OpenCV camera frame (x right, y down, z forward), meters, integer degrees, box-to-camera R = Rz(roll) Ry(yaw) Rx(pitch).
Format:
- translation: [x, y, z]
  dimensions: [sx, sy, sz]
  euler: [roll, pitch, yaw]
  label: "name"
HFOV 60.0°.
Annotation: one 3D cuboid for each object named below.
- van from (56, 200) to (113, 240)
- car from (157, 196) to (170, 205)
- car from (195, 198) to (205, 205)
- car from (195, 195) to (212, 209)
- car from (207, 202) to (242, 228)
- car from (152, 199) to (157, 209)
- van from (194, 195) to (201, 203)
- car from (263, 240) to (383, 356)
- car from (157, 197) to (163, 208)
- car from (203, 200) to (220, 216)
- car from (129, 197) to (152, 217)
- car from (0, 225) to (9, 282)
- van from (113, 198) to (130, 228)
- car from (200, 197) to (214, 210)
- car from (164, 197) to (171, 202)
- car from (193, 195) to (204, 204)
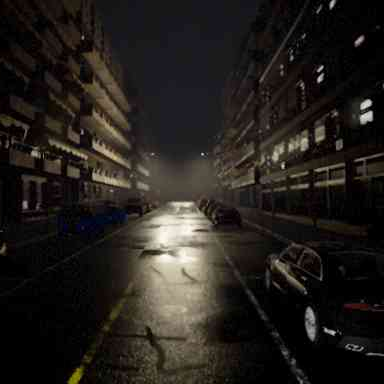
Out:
- translation: [-5.512, 1.412, 17.098]
  dimensions: [1.690, 1.788, 3.998]
  euler: [1, 0, -1]
  label: "van"
- translation: [-6.195, 1.645, 66.868]
  dimensions: [2.192, 1.841, 5.009]
  euler: [1, 0, -1]
  label: "car"
- translation: [1.647, 1.892, 66.918]
  dimensions: [1.802, 1.307, 4.206]
  euler: [1, 0, -1]
  label: "car"
- translation: [1.955, 1.494, 44.796]
  dimensions: [2.192, 1.841, 5.009]
  euler: [1, 0, -1]
  label: "car"
- translation: [2.287, 1.619, 22.675]
  dimensions: [1.887, 1.381, 4.507]
  euler: [1, 0, -1]
  label: "car"
- translation: [-5.815, 1.486, 39.218]
  dimensions: [2.192, 1.841, 5.009]
  euler: [1, 0, -1]
  label: "car"
- translation: [1.423, 1.770, 83.513]
  dimensions: [1.690, 1.788, 3.998]
  euler: [1, 0, -1]
  label: "van"
- translation: [2.514, 1.563, 6.084]
  dimensions: [2.008, 1.369, 4.403]
  euler: [1, 0, -1]
  label: "car"
- translation: [-5.972, 1.794, 50.278]
  dimensions: [1.947, 1.339, 4.313]
  euler: [1, 0, -1]
  label: "car"
- translation: [2.212, 1.643, 28.204]
  dimensions: [1.887, 1.381, 4.507]
  euler: [1, 0, -1]
  label: "car"
- translation: [-5.740, 1.459, 33.689]
  dimensions: [2.192, 1.841, 5.009]
  euler: [1, 0, -1]
  label: "car"
- translation: [-5.360, 1.347, 6.040]
  dimensions: [2.192, 1.841, 5.009]
  euler: [1, 0, -1]
  label: "car"
- translation: [-5.589, 1.435, 22.629]
  dimensions: [1.690, 1.788, 3.998]
  euler: [1, 0, -1]
  label: "van"
- translation: [2.146, 1.564, 33.736]
  dimensions: [1.967, 1.590, 4.097]
  euler: [1, 0, -1]
  label: "car"
- translation: [-6.503, 2.074, 88.988]
  dimensions: [1.802, 1.307, 4.206]
  euler: [1, 0, -1]
  label: "car"
- translation: [1.500, 1.703, 77.982]
  dimensions: [2.192, 1.841, 5.009]
  euler: [1, 0, -1]
  label: "car"
